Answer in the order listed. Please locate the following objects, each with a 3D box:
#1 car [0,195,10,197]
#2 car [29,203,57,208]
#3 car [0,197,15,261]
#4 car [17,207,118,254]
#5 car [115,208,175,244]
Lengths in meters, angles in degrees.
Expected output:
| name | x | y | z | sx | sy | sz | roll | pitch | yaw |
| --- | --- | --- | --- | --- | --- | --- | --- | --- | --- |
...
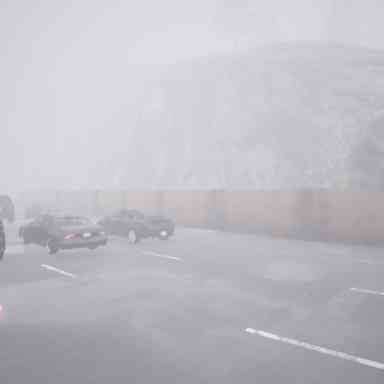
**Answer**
| name | x | y | z | sx | sy | sz | roll | pitch | yaw |
| --- | --- | --- | --- | --- | --- | --- | --- | --- | --- |
| car | -14.717 | 1.256 | 24.531 | 2.150 | 2.045 | 5.566 | 0 | 0 | -40 |
| car | -12.015 | 1.561 | 26.756 | 2.033 | 1.411 | 5.357 | 0 | 0 | -40 |
| car | -7.994 | 1.256 | 11.199 | 2.150 | 2.045 | 5.566 | 0 | 0 | -43 |
| car | -5.414 | 1.561 | 13.564 | 2.033 | 1.411 | 5.357 | 0 | 0 | -43 |
| car | -2.853 | 1.514 | 15.950 | 1.837 | 1.490 | 4.892 | 0 | 0 | -43 |
